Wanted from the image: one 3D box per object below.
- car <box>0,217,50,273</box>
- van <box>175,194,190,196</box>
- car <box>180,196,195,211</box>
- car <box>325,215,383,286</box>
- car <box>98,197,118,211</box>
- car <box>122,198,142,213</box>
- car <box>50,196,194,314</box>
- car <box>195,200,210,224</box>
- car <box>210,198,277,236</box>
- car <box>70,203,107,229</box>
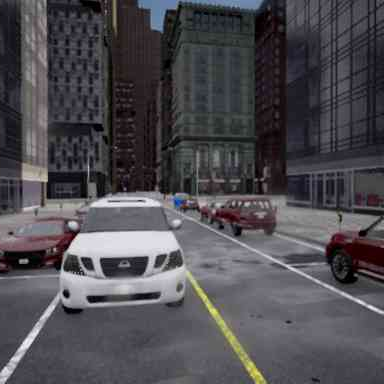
[{"bbox_3d":[-4.643,1.496,10.601,1.887,1.381,4.507,-1,0,-10],"label":"car"},{"bbox_3d":[-1.236,1.088,39.906,1.690,1.788,3.998,-1,0,-10],"label":"van"},{"bbox_3d":[-0.238,1.366,34.348,1.802,1.307,4.206,-1,0,-10],"label":"car"},{"bbox_3d":[4.743,1.263,6.545,2.192,1.841,5.009,-1,0,-10],"label":"car"},{"bbox_3d":[-9.626,1.346,38.403,1.947,1.339,4.313,-1,0,-10],"label":"car"},{"bbox_3d":[-6.370,1.394,35.380,1.895,1.301,4.718,0,0,-10],"label":"car"},{"bbox_3d":[-1.565,1.179,8.013,2.150,2.045,5.566,0,0,-10],"label":"car"},{"bbox_3d":[1.754,1.294,23.226,1.967,1.590,4.097,-1,0,-10],"label":"car"},{"bbox_3d":[2.750,1.201,17.665,2.192,1.841,5.009,-1,0,-10],"label":"car"},{"bbox_3d":[-6.636,1.469,21.721,1.802,1.307,4.206,-1,0,-10],"label":"car"}]
